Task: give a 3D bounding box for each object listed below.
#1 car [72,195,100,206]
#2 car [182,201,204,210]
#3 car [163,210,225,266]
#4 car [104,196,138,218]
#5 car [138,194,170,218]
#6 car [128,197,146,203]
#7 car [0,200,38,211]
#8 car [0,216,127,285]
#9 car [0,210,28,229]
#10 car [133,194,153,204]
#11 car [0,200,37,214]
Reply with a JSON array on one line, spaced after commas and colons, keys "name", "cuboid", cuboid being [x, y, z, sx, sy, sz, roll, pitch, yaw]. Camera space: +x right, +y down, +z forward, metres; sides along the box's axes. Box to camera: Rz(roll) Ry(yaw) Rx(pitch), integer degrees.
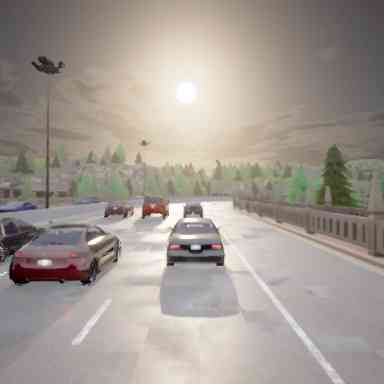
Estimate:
[{"name": "car", "cuboid": [-13.853, 1.441, 43.924, 2.150, 2.045, 5.566, 0, -1, 3]}, {"name": "car", "cuboid": [0.106, 1.663, 32.308, 1.837, 1.490, 4.892, 0, 0, 0]}, {"name": "car", "cuboid": [0.102, 1.605, 11.802, 2.033, 1.411, 5.357, 0, 0, 0]}, {"name": "car", "cuboid": [-6.894, 1.509, 32.009, 2.097, 1.767, 4.553, 0, 0, 0]}, {"name": "car", "cuboid": [-3.394, 1.376, 31.605, 2.150, 2.045, 5.566, 0, 0, 0]}, {"name": "car", "cuboid": [-13.154, 1.888, 79.808, 1.837, 1.490, 4.892, 0, 0, 22]}, {"name": "car", "cuboid": [-17.556, 1.644, 33.749, 1.882, 1.535, 5.008, 0, 0, 0]}, {"name": "car", "cuboid": [-3.398, 1.612, 9.685, 1.994, 1.385, 4.181, 0, 0, 0]}, {"name": "car", "cuboid": [-6.898, 1.606, 11.848, 2.033, 1.411, 5.357, 0, 0, 0]}, {"name": "car", "cuboid": [-11.074, 1.517, 75.440, 2.150, 2.045, 5.566, 0, 0, 19]}, {"name": "car", "cuboid": [-21.010, 1.745, 40.039, 2.033, 1.411, 5.357, 0, 0, 1]}]
